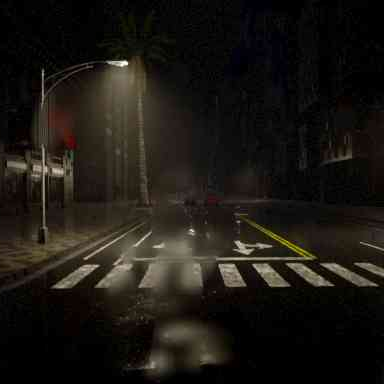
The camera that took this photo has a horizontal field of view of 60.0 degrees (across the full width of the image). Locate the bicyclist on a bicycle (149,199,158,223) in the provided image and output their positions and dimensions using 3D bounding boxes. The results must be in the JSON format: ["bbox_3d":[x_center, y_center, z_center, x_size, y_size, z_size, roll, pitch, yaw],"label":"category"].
[{"bbox_3d":[-2.863,1.379,24.454,0.659,1.776,1.843,0,0,1],"label":"bicyclist on a bicycle"}]

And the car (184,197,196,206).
[{"bbox_3d":[-0.251,1.498,51.456,1.895,1.301,4.718,0,0,1],"label":"car"}]

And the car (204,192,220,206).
[{"bbox_3d":[2.996,1.093,51.409,2.150,2.045,5.566,0,0,1],"label":"car"}]
